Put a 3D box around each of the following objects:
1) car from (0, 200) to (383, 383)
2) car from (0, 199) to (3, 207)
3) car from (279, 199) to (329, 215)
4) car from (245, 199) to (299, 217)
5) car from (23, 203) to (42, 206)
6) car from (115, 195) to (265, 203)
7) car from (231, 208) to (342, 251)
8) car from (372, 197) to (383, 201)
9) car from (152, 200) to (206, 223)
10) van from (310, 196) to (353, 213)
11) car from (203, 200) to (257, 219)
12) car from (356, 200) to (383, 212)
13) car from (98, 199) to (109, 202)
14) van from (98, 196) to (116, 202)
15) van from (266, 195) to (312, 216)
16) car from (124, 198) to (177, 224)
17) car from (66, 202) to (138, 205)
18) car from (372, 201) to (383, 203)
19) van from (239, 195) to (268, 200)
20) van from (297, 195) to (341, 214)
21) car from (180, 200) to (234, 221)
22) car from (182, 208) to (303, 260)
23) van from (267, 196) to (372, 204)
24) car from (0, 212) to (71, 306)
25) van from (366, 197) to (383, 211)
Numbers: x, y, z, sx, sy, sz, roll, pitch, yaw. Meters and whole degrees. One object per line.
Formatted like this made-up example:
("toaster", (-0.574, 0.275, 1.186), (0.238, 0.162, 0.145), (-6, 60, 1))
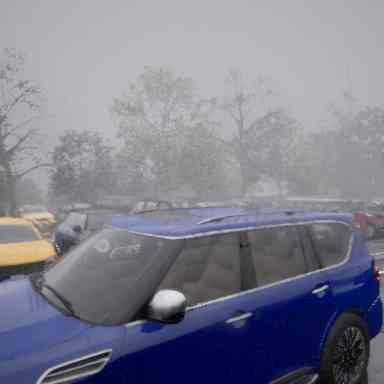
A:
("car", (-0.133, 1.219, 3.591), (5.566, 2.045, 2.150), (0, 0, -36))
("car", (-12.379, 1.209, 19.532), (2.435, 2.045, 5.566), (0, 0, -35))
("car", (12.444, 1.597, 37.197), (2.097, 1.535, 5.008), (0, 0, -35))
("car", (8.044, 1.568, 33.828), (1.946, 1.575, 5.366), (0, 0, -36))
("car", (-10.001, 1.465, 20.966), (1.946, 1.575, 5.366), (0, 0, -35))
("car", (-0.417, 1.228, 11.927), (2.435, 2.045, 5.566), (0, 0, -35))
("car", (4.085, 1.546, 15.174), (2.002, 1.452, 4.674), (0, 0, -35))
("car", (21.372, 1.546, 43.520), (2.435, 2.045, 5.566), (1, -1, -35))
("car", (-1.186, 1.517, 27.469), (2.097, 1.535, 5.008), (0, 0, -35))
("van", (16.878, 1.459, 40.495), (1.878, 1.987, 4.442), (1, -1, -35))
("car", (3.428, 1.545, 30.757), (2.231, 1.521, 4.892), (0, 0, -35))
("car", (25.965, 1.956, 46.825), (2.002, 1.452, 4.674), (1, -1, -35))
("car", (-7.852, 1.480, 22.717), (2.231, 1.521, 4.892), (0, 0, -35))
("van", (-5.666, 1.266, 24.426), (1.878, 1.987, 4.442), (0, 0, -35))
("van", (10.260, 1.358, 35.491), (1.878, 1.987, 4.442), (0, 0, -35))
("car", (-3.325, 1.379, 25.913), (2.185, 1.767, 4.553), (0, 0, -35))
("car", (-2.709, 1.344, 10.367), (2.185, 1.767, 4.553), (0, 0, -35))
("car", (13.146, 1.588, 21.592), (2.163, 1.488, 4.792), (0, 0, -36))
("van", (5.613, 1.332, 32.466), (1.878, 1.987, 4.442), (0, 0, -35))
("van", (14.650, 1.399, 38.620), (1.878, 1.987, 4.442), (1, -1, -35))
("car", (1.172, 1.531, 29.150), (2.097, 1.535, 5.008), (0, 0, -35))
("car", (1.809, 1.522, 13.585), (2.163, 1.488, 4.792), (0, 0, -35))
("van", (6.281, 1.293, 16.879), (1.878, 1.987, 4.442), (0, 0, -35))
("car", (-4.956, 1.463, 8.734), (2.097, 1.535, 5.008), (0, 0, -35))
("van", (28.053, 1.745, 48.460), (1.878, 1.987, 4.442), (1, -1, -35))
